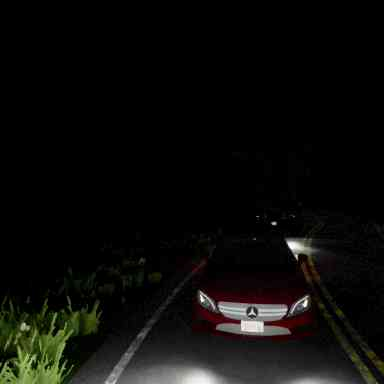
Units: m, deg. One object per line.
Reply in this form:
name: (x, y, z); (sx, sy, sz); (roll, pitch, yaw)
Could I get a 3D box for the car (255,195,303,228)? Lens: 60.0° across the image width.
car: (5.119, 1.212, 19.174); (2.150, 2.045, 5.566); (-2, -1, 22)

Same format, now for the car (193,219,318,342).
car: (1.229, 1.534, 6.727); (1.812, 1.442, 4.674); (-1, 0, 11)
